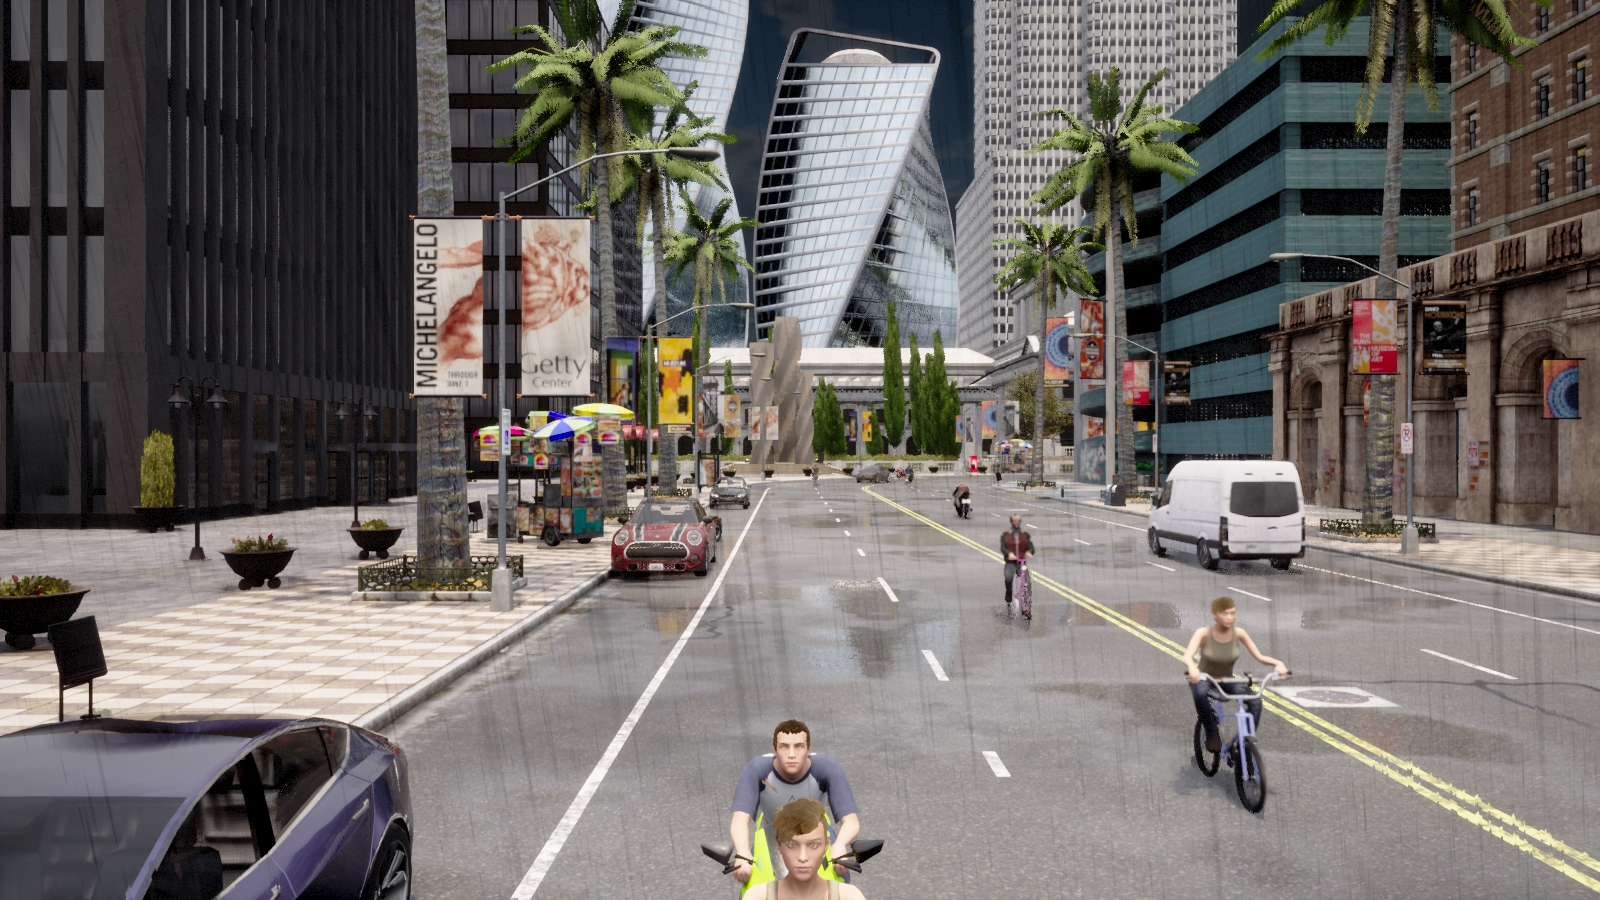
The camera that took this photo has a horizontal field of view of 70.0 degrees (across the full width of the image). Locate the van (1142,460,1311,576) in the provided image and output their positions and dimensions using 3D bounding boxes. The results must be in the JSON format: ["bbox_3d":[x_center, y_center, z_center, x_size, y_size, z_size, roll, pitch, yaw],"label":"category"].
[{"bbox_3d":[10.458,1.546,28.624,1.988,2.561,5.915,0,0,0],"label":"van"}]

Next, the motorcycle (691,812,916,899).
[{"bbox_3d":[0.015,2.175,3.553,0.764,1.277,2.356,0,2,0],"label":"motorcycle"}]

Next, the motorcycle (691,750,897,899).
[{"bbox_3d":[-0.023,2.223,5.443,0.803,1.145,2.033,-1,-3,0],"label":"motorcycle"}]

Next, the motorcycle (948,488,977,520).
[{"bbox_3d":[6.761,2.224,47.594,0.867,1.251,2.209,0,0,-1],"label":"motorcycle"}]

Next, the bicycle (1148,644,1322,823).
[{"bbox_3d":[3.502,2.261,9.350,0.859,1.080,1.487,0,0,0],"label":"bicycle"}]
